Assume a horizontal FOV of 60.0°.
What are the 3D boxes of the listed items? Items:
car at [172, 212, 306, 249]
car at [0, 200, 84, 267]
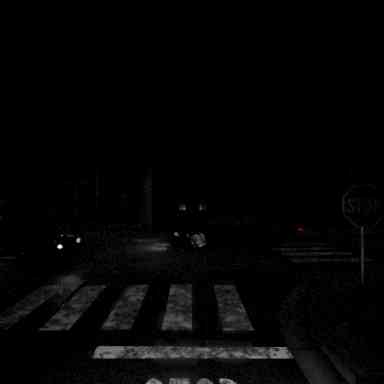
[{"bbox_3d":[1.883,1.553,13.959,5.357,1.411,2.033,-1,-1,0],"label":"car"},{"bbox_3d":[-6.531,1.274,11.007,5.566,2.045,2.150,-1,-1,0],"label":"car"}]
